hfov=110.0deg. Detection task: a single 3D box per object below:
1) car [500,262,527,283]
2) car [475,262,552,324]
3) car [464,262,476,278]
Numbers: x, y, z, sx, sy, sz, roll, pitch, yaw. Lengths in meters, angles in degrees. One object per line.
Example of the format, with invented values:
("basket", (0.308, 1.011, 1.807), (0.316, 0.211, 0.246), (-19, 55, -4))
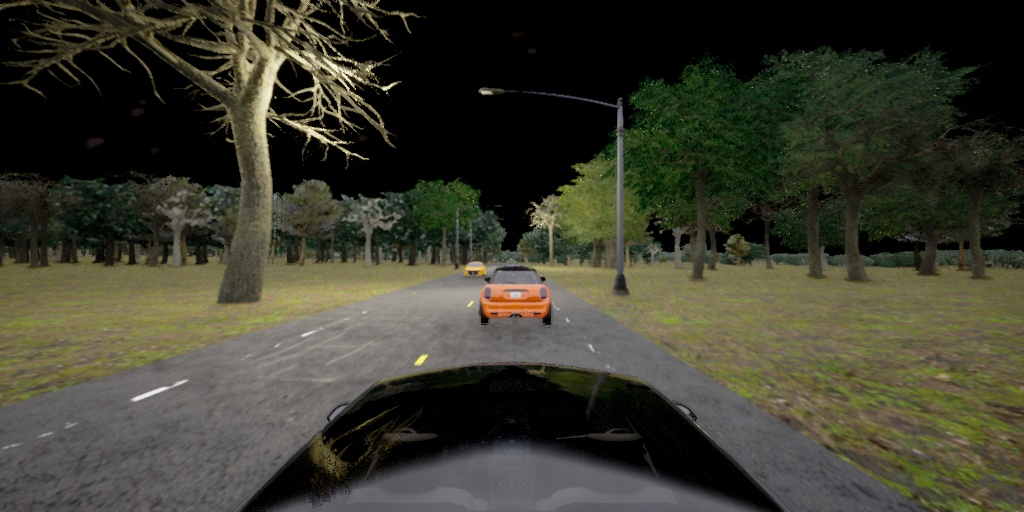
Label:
("car", (0.107, 1.314, 30.283), (2.128, 1.511, 4.902), (0, 0, 0))
("car", (0.103, 1.114, 12.154), (2.097, 1.767, 4.553), (0, 0, 0))
("car", (-3.586, 1.328, 35.619), (1.882, 1.535, 5.008), (0, 0, 0))
